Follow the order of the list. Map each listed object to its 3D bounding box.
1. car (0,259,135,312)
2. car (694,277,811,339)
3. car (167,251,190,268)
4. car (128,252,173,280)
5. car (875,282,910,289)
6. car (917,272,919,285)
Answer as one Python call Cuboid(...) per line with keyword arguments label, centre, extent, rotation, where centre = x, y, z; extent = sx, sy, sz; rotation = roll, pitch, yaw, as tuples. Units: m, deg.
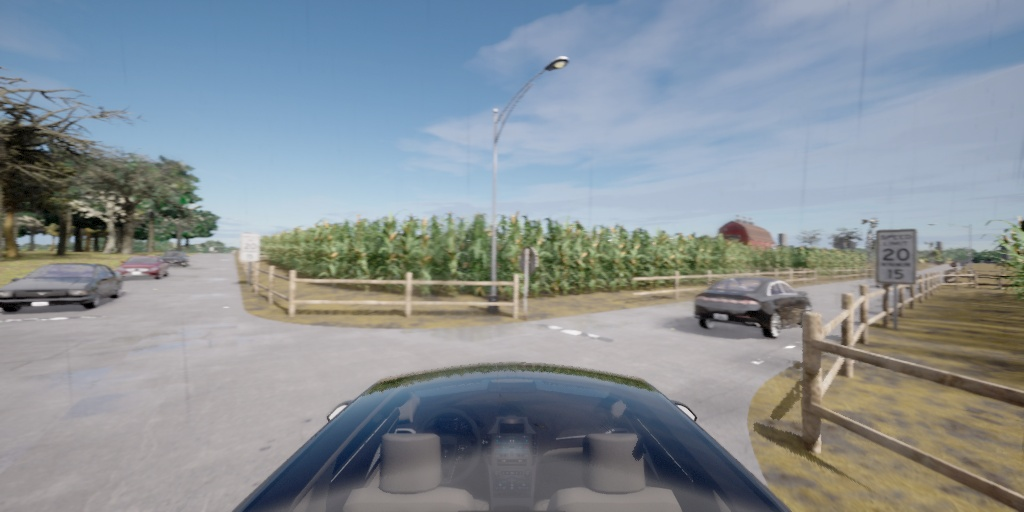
Cuboid(label="car", centre=(-15.291, 0.957, 12.494), extent=(2.033, 1.411, 5.357), rotation=(2, 0, -38))
Cuboid(label="car", centre=(7.282, 1.391, 10.712), extent=(4.902, 1.511, 2.128), rotation=(1, -1, -38))
Cuboid(label="car", centre=(-32.159, 0.287, 34.222), extent=(1.837, 1.490, 4.892), rotation=(2, 0, -38))
Cuboid(label="car", centre=(-23.200, 0.683, 22.661), extent=(1.812, 1.442, 4.674), rotation=(2, 0, -38))
Cuboid(label="car", centre=(31.576, 1.860, 29.587), extent=(5.008, 1.535, 1.882), rotation=(1, -1, -38))
Cuboid(label="car", centre=(39.987, 2.154, 36.197), extent=(4.718, 1.301, 1.895), rotation=(1, -1, -38))
